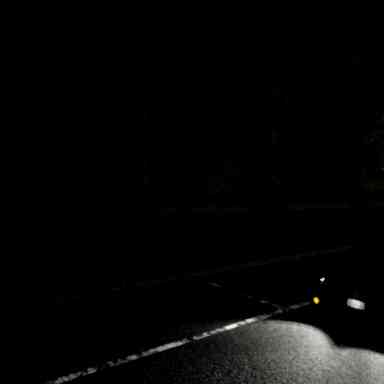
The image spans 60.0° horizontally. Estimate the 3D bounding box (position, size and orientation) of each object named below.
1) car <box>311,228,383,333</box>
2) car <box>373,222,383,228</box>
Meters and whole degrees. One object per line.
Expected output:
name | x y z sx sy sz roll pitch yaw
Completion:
car | 4.187 1.581 6.363 4.181 1.385 1.994 0 0 -35
car | 7.935 1.598 12.218 4.313 1.339 1.947 0 0 -36
